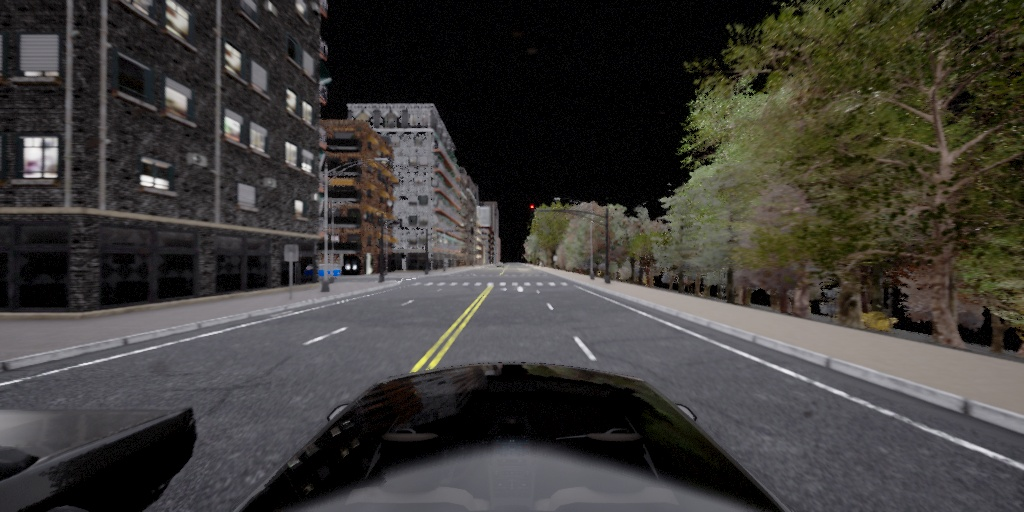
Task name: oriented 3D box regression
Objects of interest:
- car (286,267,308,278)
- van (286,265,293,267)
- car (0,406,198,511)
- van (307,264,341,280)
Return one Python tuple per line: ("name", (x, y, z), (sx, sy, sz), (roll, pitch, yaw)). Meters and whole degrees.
("car", (-22.614, 2.038, 34.675), (4.207, 1.307, 1.802), (0, 0, -1))
("van", (-28.299, 1.944, 42.947), (3.998, 1.789, 1.690), (0, 0, -1))
("car", (-3.351, 1.336, 0.487), (1.895, 1.301, 4.718), (0, -1, 0))
("van", (-22.697, 1.870, 43.022), (3.998, 1.789, 1.690), (0, 0, -1))
